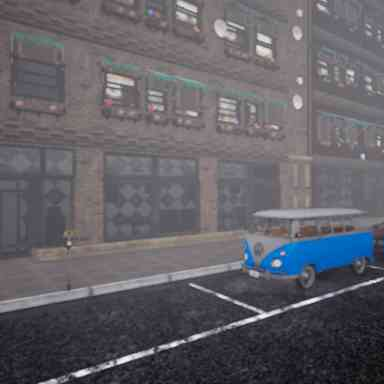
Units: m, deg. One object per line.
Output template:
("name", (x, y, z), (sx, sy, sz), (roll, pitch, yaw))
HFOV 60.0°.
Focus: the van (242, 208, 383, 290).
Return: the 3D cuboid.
("van", (3.131, 1.337, 8.792), (3.998, 1.788, 1.690), (0, 0, -35))
